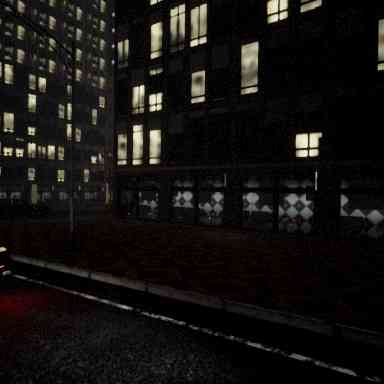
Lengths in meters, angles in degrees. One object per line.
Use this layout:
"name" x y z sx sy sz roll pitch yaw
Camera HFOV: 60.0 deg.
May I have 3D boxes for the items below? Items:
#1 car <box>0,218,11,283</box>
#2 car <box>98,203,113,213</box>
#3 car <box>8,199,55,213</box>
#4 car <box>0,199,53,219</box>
"car" -6.376 1.487 8.203 4.902 1.511 2.128 0 0 36
"car" -8.888 1.828 39.783 1.752 1.417 4.829 1 0 36
"car" -19.183 1.641 39.931 1.752 1.417 4.829 1 0 36
"car" -15.671 1.517 30.561 2.192 1.841 5.009 1 0 36
